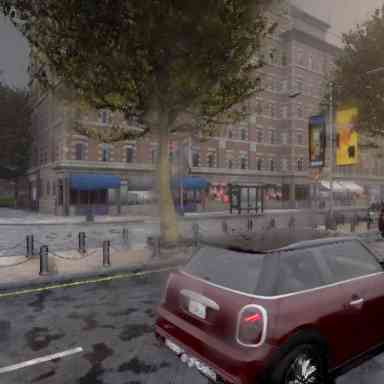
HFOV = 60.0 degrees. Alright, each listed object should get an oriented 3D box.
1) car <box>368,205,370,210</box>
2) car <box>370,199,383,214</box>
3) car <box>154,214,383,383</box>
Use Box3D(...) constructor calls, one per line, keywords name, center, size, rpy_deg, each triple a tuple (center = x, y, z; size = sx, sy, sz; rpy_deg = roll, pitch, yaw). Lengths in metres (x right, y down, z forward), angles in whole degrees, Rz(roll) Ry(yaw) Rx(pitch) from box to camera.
Box3D(name="car", center=(22.390, 1.548, 38.169), size=(5.357, 1.411, 2.033), rpy_deg=(0, 0, -35))
Box3D(name="car", center=(11.163, 1.223, 15.965), size=(5.566, 2.045, 2.150), rpy_deg=(0, 0, -35))
Box3D(name="car", center=(1.788, 1.351, 5.016), size=(4.553, 1.767, 2.097), rpy_deg=(0, 0, -36))
